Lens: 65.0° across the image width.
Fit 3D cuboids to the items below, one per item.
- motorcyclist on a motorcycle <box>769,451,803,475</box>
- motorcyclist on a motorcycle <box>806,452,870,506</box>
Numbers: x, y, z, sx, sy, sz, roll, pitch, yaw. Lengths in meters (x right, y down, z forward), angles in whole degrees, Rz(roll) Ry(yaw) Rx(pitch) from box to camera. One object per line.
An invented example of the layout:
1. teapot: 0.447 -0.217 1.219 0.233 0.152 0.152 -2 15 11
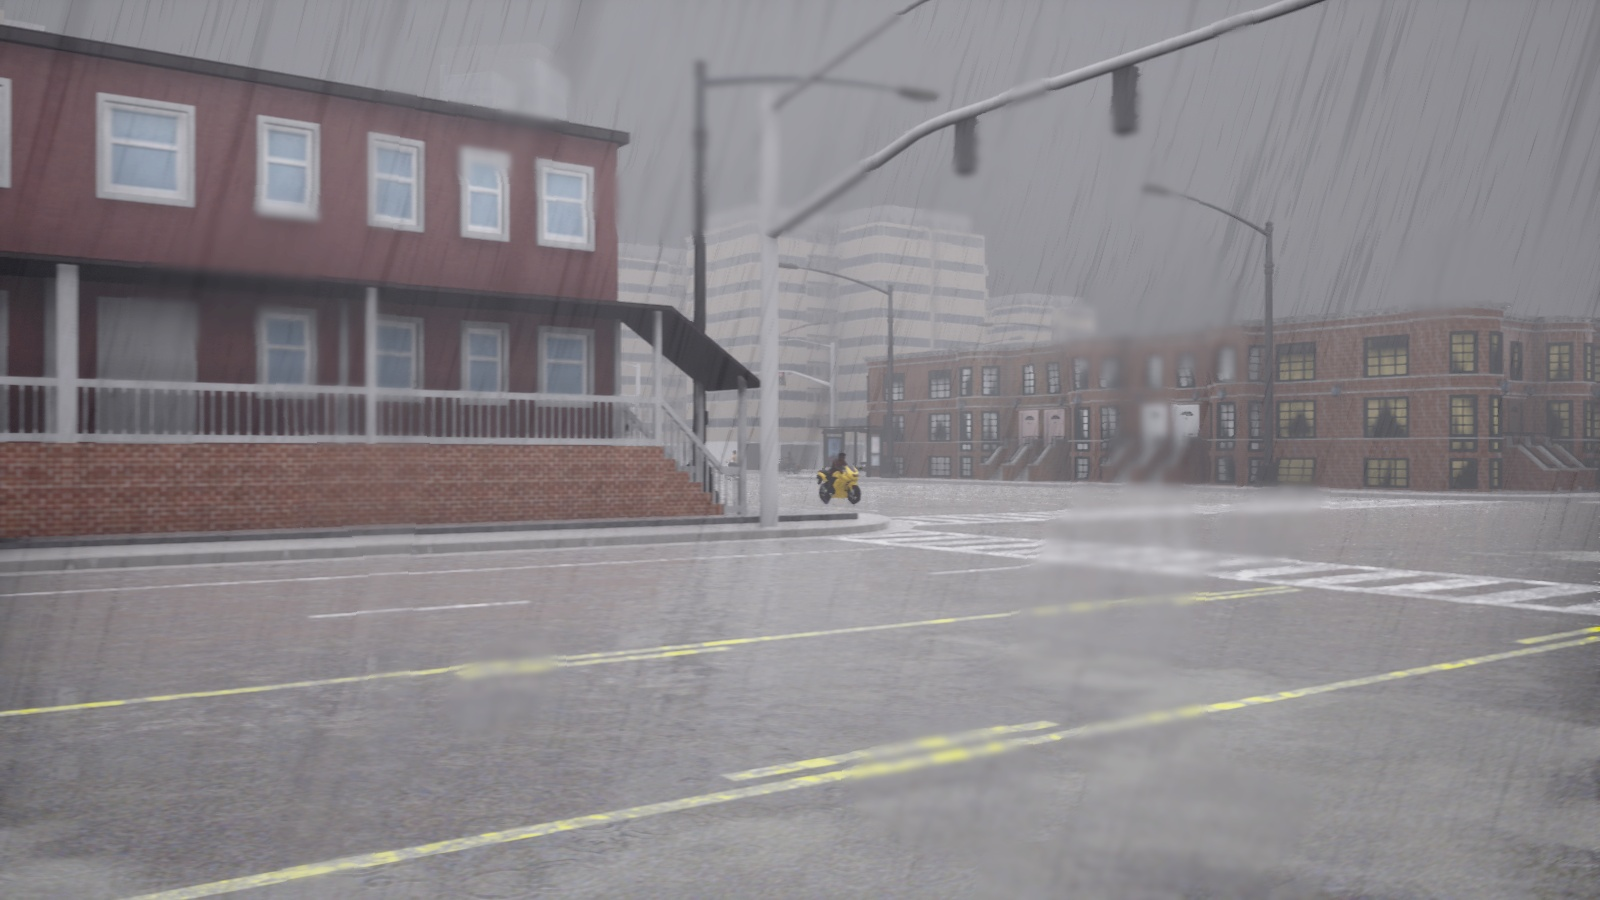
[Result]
1. motorcyclist on a motorcycle: -0.950 0.913 88.005 2.350 1.649 0.766 0 0 -35
2. motorcyclist on a motorcycle: 1.093 0.814 36.649 0.797 1.523 2.044 0 0 -35
